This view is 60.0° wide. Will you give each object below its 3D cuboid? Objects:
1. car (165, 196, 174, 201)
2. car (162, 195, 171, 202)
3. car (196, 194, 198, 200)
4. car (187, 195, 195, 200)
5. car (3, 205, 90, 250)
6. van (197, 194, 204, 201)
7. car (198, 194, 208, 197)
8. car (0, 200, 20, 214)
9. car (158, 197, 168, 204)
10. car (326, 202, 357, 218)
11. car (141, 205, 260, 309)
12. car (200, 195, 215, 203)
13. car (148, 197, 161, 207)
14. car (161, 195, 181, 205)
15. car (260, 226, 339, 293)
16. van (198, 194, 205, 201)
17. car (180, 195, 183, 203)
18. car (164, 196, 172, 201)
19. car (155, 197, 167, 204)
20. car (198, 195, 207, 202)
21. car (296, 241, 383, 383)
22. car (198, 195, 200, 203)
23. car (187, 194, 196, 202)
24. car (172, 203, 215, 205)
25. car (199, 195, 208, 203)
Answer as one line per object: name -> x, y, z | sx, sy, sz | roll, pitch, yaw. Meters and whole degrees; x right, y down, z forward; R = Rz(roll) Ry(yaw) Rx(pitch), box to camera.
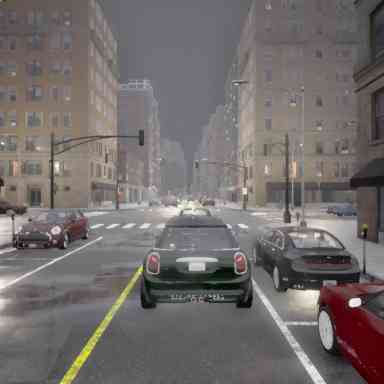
car -> -6.142, 1.726, 91.087 | 1.947, 1.339, 4.313 | 0, 0, 0
car -> -6.062, 1.557, 80.071 | 1.967, 1.590, 4.097 | 0, 0, 0
car -> 2.543, 1.398, 69.110 | 2.192, 1.841, 5.009 | 0, 0, 0
car -> -0.280, 1.541, 90.067 | 1.994, 1.385, 4.181 | 0, 0, 0
car -> -5.818, 1.445, 14.169 | 1.967, 1.590, 4.097 | 0, 0, 0
van -> 2.384, 1.502, 91.138 | 1.690, 1.788, 3.998 | 0, 0, 0
car -> 2.580, 1.594, 63.773 | 1.752, 1.417, 4.829 | 0, 0, 0
car -> -17.605, 1.403, 30.207 | 5.008, 1.535, 1.882 | 0, 0, -2
car -> -5.984, 1.664, 69.055 | 1.802, 1.307, 4.206 | 0, 0, 0
car -> 15.145, 1.615, 30.317 | 5.357, 1.411, 2.033 | 0, 0, 0
car -> 0.066, 1.354, 8.059 | 2.097, 1.767, 4.553 | 0, 0, -1
car -> 2.660, 1.589, 52.589 | 1.887, 1.381, 4.507 | 0, 0, 0
car -> -5.865, 1.594, 52.531 | 2.008, 1.369, 4.403 | 0, 0, 0
car -> -3.085, 1.588, 50.206 | 2.033, 1.411, 5.357 | 0, 0, -1
car -> 2.694, 1.553, 8.662 | 2.008, 1.369, 4.403 | 0, 0, 0
van -> 2.424, 1.480, 85.632 | 1.690, 1.788, 3.998 | 0, 0, 0
car -> -3.139, 1.660, 60.023 | 1.895, 1.301, 4.718 | 0, 0, 0
car -> -6.102, 1.720, 85.579 | 1.802, 1.307, 4.206 | 0, 0, 0
car -> -5.944, 1.612, 63.547 | 1.887, 1.381, 4.507 | 0, 0, 0
car -> 2.463, 1.558, 80.123 | 1.967, 1.590, 4.097 | 0, 0, 0
car -> 2.682, 1.545, 3.170 | 1.887, 1.381, 4.507 | 0, 0, 0
car -> 2.621, 1.621, 58.095 | 1.947, 1.339, 4.313 | 0, 0, 0
car -> -0.208, 1.705, 80.091 | 1.895, 1.301, 4.718 | 0, 0, 0
car -> 0.133, 1.497, 15.361 | 2.128, 1.511, 4.902 | 0, 0, 0
car -> 2.502, 1.539, 74.617 | 1.967, 1.590, 4.097 | 0, 0, 0
